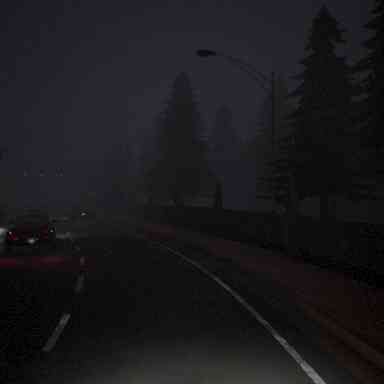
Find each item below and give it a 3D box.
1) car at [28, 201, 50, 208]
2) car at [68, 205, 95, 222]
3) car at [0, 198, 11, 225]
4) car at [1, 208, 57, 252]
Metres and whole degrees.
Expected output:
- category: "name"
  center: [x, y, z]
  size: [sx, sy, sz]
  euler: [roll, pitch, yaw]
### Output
- category: "car"
  center: [-13.167, 1.808, 28.380]
  size: [1.812, 1.442, 4.674]
  euler: [0, 0, -25]
- category: "car"
  center: [-9.916, 1.855, 29.722]
  size: [1.994, 1.385, 4.181]
  euler: [0, -1, -24]
- category: "car"
  center: [-16.088, 1.473, 26.368]
  size: [2.150, 2.045, 5.566]
  euler: [0, -1, -24]
- category: "car"
  center: [-7.014, 1.673, 14.692]
  size: [1.812, 1.442, 4.674]
  euler: [0, 0, -24]
